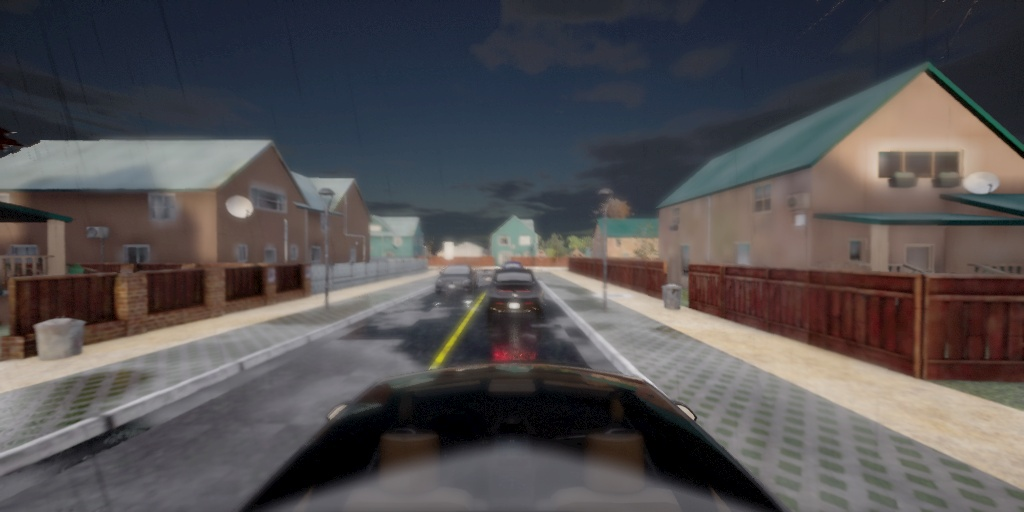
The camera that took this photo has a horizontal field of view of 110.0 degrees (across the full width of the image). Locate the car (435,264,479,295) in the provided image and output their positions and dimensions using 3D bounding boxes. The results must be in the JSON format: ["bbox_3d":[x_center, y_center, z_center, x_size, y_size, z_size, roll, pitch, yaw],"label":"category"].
[{"bbox_3d":[-2.845,1.176,19.287,1.812,1.442,4.674,0,0,0],"label":"car"}]

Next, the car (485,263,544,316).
[{"bbox_3d":[0.087,1.186,12.903,1.837,1.490,4.892,0,1,0],"label":"car"}]
